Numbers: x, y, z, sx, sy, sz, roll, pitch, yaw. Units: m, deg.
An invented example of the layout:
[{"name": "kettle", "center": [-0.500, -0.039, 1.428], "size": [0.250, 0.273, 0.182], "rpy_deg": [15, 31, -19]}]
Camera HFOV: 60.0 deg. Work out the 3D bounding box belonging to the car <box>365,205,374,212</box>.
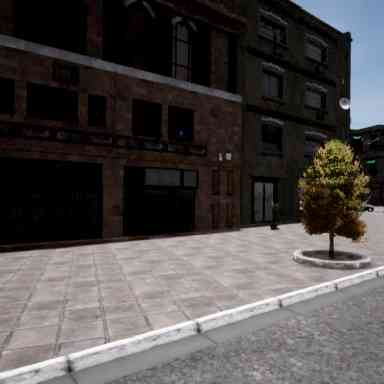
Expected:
[{"name": "car", "center": [18.692, 1.568, 38.151], "size": [1.947, 1.339, 4.313], "rpy_deg": [1, -1, -18]}]
